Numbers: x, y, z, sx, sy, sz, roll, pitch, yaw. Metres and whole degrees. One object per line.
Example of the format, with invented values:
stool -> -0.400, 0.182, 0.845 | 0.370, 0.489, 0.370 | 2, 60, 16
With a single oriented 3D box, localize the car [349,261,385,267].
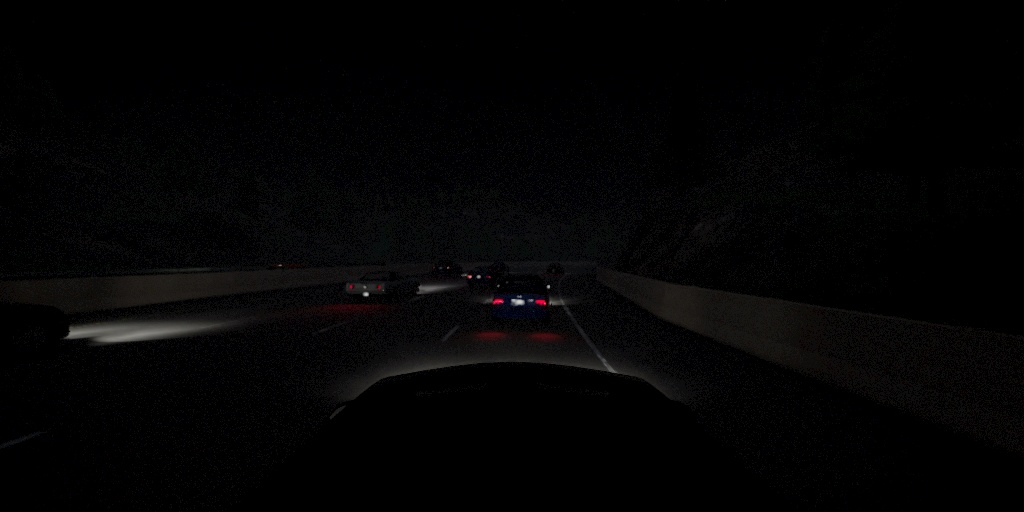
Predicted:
car -> -16.841, 1.403, 42.890 | 1.837, 1.490, 4.892 | 0, 0, 12

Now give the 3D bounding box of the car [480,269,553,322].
car -> 0.378, 1.371, 12.634 | 2.033, 1.411, 5.357 | 0, 0, 4

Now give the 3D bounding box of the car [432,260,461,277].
car -> -6.826, 1.292, 38.537 | 2.097, 1.767, 4.553 | 0, 0, 11

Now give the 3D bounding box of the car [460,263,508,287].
car -> -1.854, 1.443, 26.030 | 2.033, 1.411, 5.357 | 0, 0, 8

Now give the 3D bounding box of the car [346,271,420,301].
car -> -6.230, 1.413, 18.009 | 1.895, 1.301, 4.718 | 0, 0, 5

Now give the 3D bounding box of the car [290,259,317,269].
car -> -23.800, 1.403, 43.829 | 2.033, 1.411, 5.357 | 0, 0, 12

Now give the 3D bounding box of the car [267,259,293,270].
car -> -27.360, 1.183, 43.783 | 2.097, 1.767, 4.553 | 0, 0, 12

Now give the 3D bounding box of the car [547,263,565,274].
car -> 5.700, 1.608, 46.692 | 1.812, 1.442, 4.674 | 0, 0, 14

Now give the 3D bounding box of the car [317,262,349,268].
car -> -20.363, 1.423, 43.153 | 2.033, 1.411, 5.357 | 0, 0, 12

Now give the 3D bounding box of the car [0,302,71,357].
car -> -10.336, 1.208, 5.542 | 1.837, 1.490, 4.892 | 0, 0, 1

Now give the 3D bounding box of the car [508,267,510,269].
car -> -1.614, 1.553, 46.184 | 1.812, 1.442, 4.674 | 0, 0, 14
